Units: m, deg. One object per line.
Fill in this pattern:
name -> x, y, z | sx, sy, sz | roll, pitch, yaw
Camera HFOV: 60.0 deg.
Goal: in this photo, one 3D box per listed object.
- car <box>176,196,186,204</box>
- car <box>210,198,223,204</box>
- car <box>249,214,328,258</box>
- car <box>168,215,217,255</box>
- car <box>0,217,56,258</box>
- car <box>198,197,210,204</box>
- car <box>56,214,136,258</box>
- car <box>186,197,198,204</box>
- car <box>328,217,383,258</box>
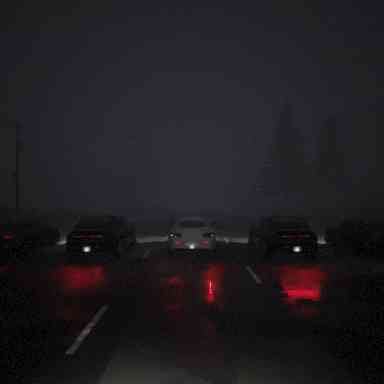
car -> -3.521, 2.575, 94.677 | 1.994, 1.385, 4.181 | 0, -1, 0
car -> 6.979, 2.511, 94.016 | 1.812, 1.442, 4.674 | 0, -1, 0
car -> 3.514, 1.656, 13.488 | 1.837, 1.490, 4.892 | 0, 0, 0
car -> 0.017, 1.678, 13.874 | 1.812, 1.442, 4.674 | 0, 0, 0
car -> -6.985, 1.712, 13.391 | 1.994, 1.385, 4.181 | 0, -1, 0
car -> 3.479, 2.362, 94.375 | 2.097, 1.767, 4.553 | 0, -1, 0
car -> -3.486, 1.656, 13.485 | 1.837, 1.490, 4.892 | 0, 0, 0
car -> -0.021, 2.617, 95.033 | 1.895, 1.301, 4.718 | 0, -1, 0
car -> 7.013, 1.713, 13.434 | 1.994, 1.385, 4.181 | 0, -1, 1
